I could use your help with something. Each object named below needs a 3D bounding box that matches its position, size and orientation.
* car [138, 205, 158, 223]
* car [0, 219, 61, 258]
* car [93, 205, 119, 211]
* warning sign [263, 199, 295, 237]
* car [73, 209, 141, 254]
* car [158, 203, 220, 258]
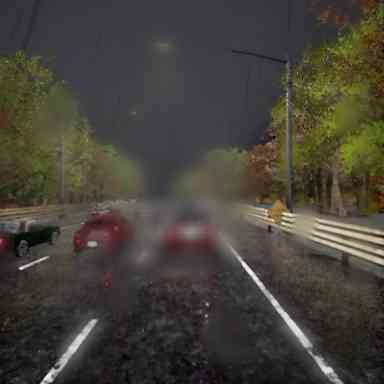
[{"bbox_3d":[-3.758,1.843,28.779,2.128,1.511,4.902,0,-1,-1],"label":"car"},{"bbox_3d":[-7.044,1.757,13.458,1.895,1.301,4.718,0,-1,0],"label":"car"},{"bbox_3d":[-7.258,1.842,28.718,2.128,1.511,4.902,0,-1,-1],"label":"car"},{"bbox_3d":[4.444,1.317,17.083,1.300,1.860,1.060,-1,-1,-1],"label":"warning sign"},{"bbox_3d":[-3.544,1.690,14.119,1.812,1.442,4.674,0,0,0],"label":"car"},{"bbox_3d":[-0.043,1.511,13.688,2.097,1.767,4.553,0,-1,0],"label":"car"}]
